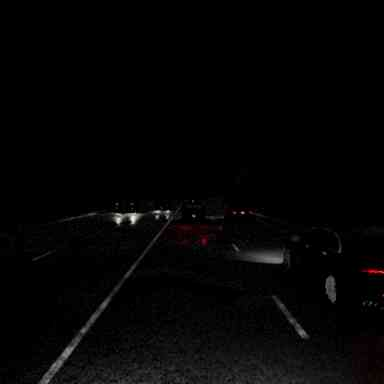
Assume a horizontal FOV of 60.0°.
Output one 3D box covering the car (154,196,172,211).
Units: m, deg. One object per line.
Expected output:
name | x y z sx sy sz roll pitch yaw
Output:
car | -3.571 1.520 41.621 2.033 1.411 5.357 0 0 0

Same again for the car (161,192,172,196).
car | -5.911 1.010 77.276 2.150 2.045 5.566 0 0 5

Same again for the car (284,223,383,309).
car | 3.605 1.499 7.821 1.837 1.490 4.892 0 0 0

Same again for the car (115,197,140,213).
car | -7.075 1.328 36.926 2.097 1.767 4.553 0 0 0

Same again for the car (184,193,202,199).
car | 0.121 1.193 43.059 2.150 2.045 5.566 0 0 0

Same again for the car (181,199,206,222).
car | 0.114 1.509 25.662 1.812 1.442 4.674 0 0 0

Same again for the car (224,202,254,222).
car | 3.609 1.530 26.195 2.033 1.411 5.357 0 0 0
